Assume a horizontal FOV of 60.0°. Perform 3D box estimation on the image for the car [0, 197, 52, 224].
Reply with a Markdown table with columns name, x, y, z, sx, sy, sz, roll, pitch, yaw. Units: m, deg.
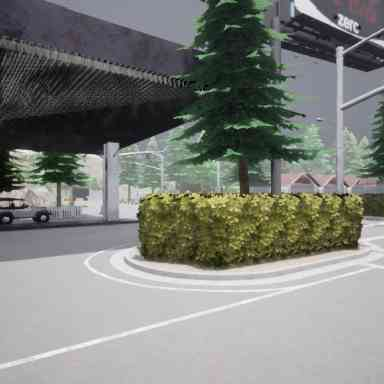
| name | x | y | z | sx | sy | sz | roll | pitch | yaw |
| --- | --- | --- | --- | --- | --- | --- | --- | --- | --- |
| car | -12.050 | 1.313 | 23.427 | 3.866 | 1.878 | 1.905 | 0 | 0 | -36 |
